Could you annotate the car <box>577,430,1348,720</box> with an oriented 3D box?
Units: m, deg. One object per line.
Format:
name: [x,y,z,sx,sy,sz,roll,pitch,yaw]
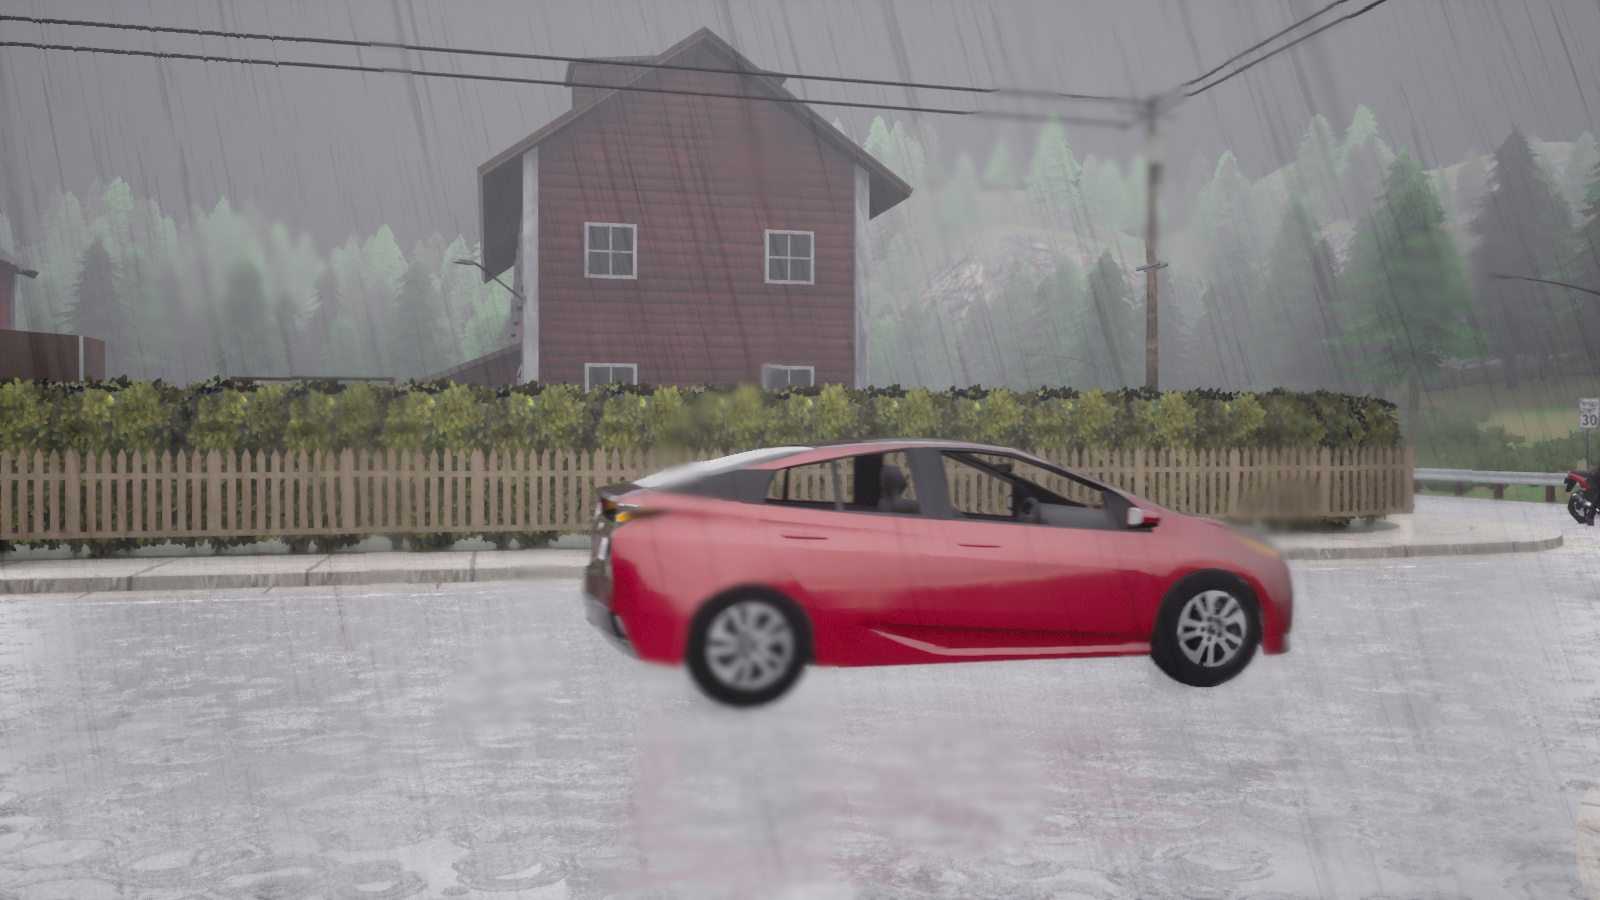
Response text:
car: [0.912,0.649,8.107,4.514,1.525,2.007,0,0,-14]

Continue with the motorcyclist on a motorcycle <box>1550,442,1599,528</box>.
motorcyclist on a motorcycle: [14.482,0.614,22.301,0.797,1.523,2.044,0,0,-13]
